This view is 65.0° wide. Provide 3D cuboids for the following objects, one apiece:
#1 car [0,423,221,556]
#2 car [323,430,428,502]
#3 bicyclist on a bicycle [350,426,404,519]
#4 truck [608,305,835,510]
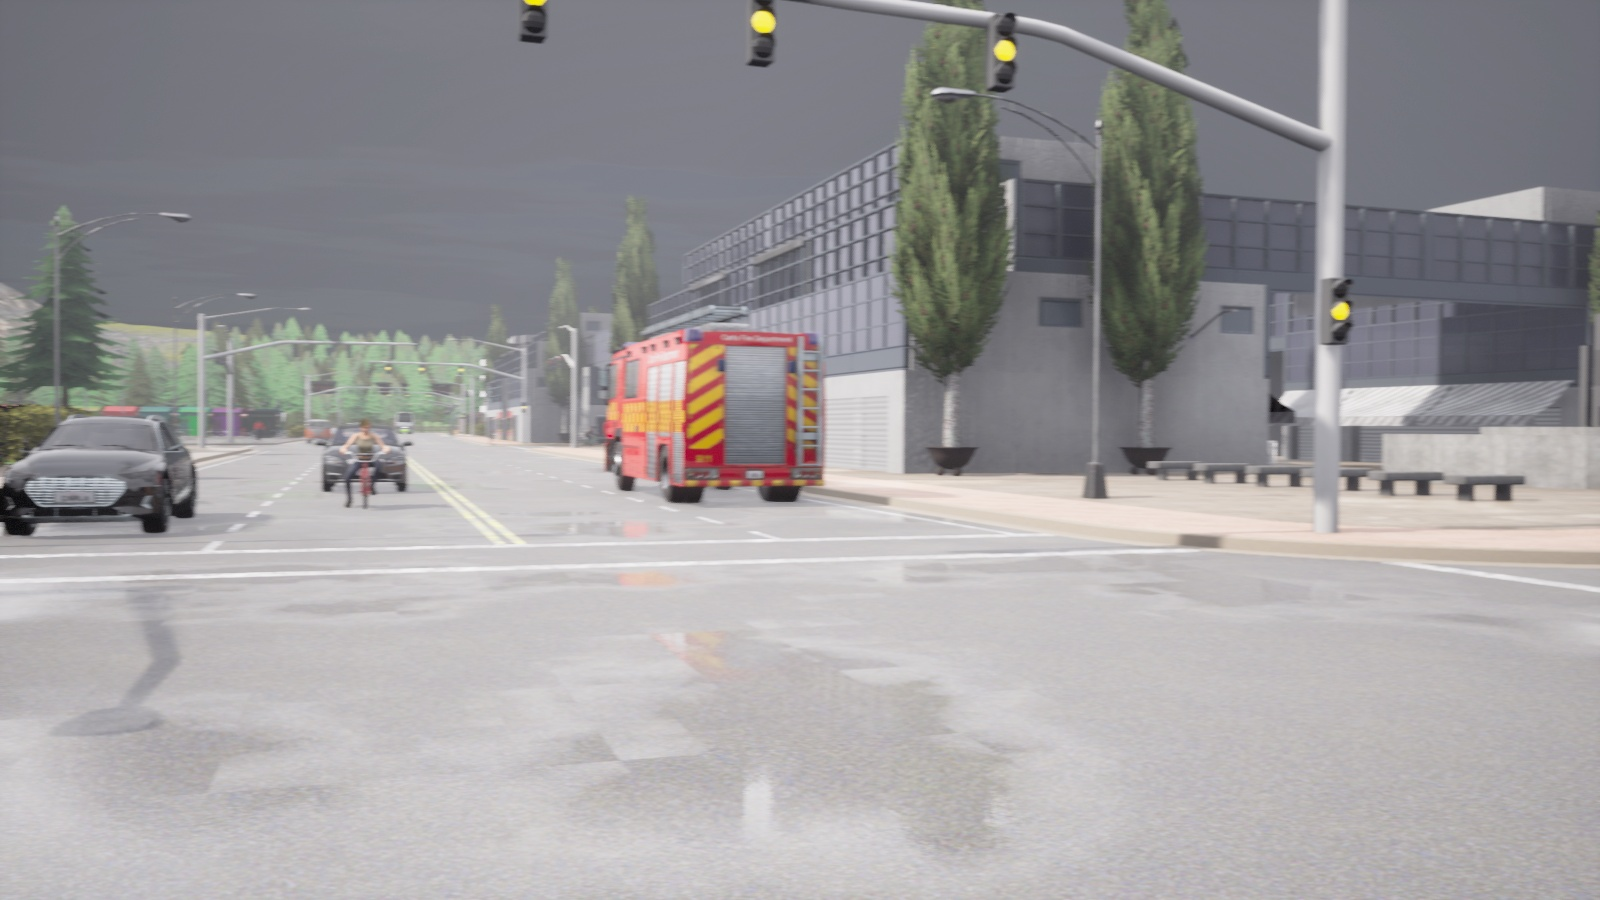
[{"bbox_3d":[-9.881,0.464,18.374,2.033,1.649,4.856,-1,1,-19],"label":"car"},{"bbox_3d":[-9.999,0.307,29.613,2.128,1.511,4.902,-1,1,-19],"label":"car"},{"bbox_3d":[-7.598,0.377,22.552,0.866,1.612,1.509,-1,1,-18],"label":"bicyclist on a bicycle"},{"bbox_3d":[-2.064,-0.872,27.958,2.891,3.827,8.468,-1,1,-19],"label":"truck"}]
